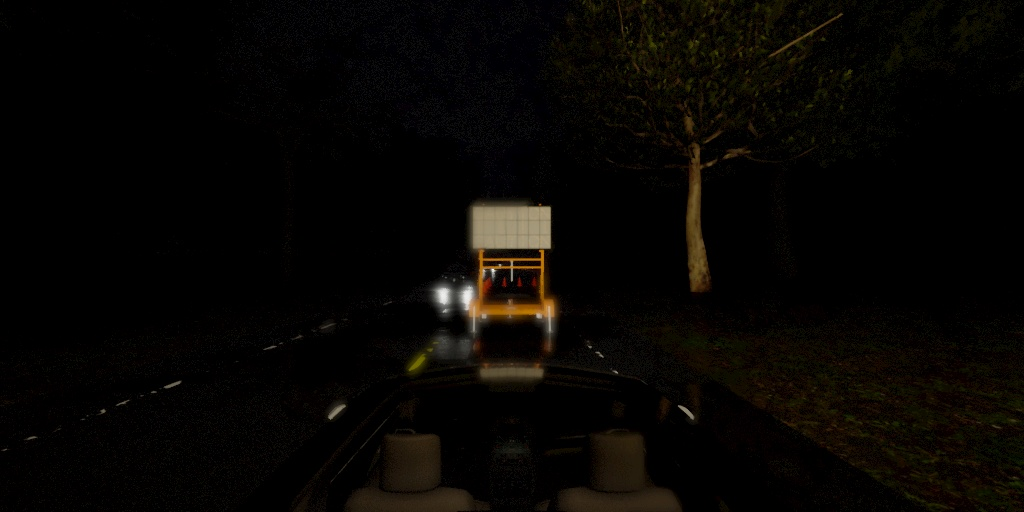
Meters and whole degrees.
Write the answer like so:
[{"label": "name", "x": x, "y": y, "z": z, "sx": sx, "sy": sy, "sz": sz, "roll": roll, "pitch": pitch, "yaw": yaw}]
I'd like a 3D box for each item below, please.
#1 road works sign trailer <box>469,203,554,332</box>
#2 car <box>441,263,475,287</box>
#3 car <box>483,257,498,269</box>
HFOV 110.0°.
[{"label": "road works sign trailer", "x": -0.005, "y": 0.217, "z": 10.821, "sx": 2.380, "sy": 3.560, "sz": 2.880, "roll": 0, "pitch": 0, "yaw": 0}, {"label": "car", "x": -3.609, "y": 1.256, "z": 24.761, "sx": 1.837, "sy": 1.490, "sz": 4.892, "roll": 0, "pitch": 0, "yaw": 0}, {"label": "car", "x": -3.584, "y": 1.243, "z": 55.008, "sx": 1.812, "sy": 1.442, "sz": 4.674, "roll": 0, "pitch": 0, "yaw": 0}]
